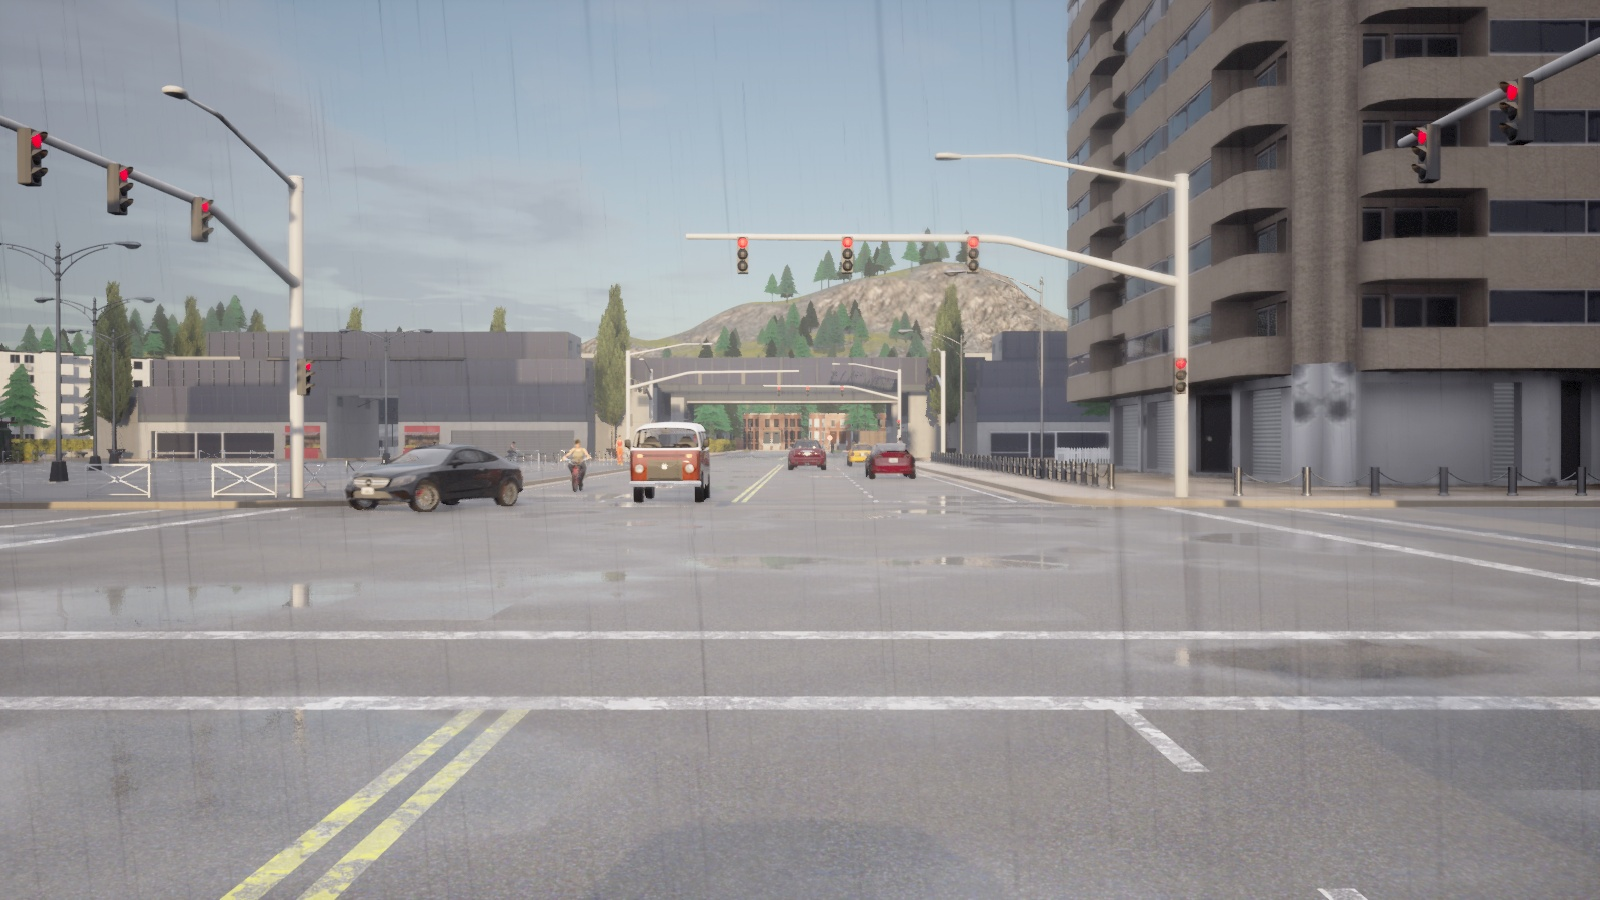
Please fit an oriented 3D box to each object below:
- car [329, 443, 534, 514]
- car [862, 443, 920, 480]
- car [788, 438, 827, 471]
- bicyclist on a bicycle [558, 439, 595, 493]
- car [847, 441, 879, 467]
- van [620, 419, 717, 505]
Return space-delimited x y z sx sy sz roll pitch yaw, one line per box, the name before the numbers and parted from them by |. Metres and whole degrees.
car | -8.107 0.584 28.153 1.812 1.442 4.674 1 0 24
car | 3.814 0.447 53.609 2.163 1.488 4.792 0 0 0
car | 0.404 0.211 69.817 2.097 1.767 4.553 0 0 0
bicyclist on a bicycle | -6.777 0.463 38.122 0.866 1.612 1.509 0 0 0
car | 3.962 0.236 80.183 1.801 1.575 5.366 0 0 0
van | -3.270 0.282 32.151 2.069 2.038 4.480 0 0 -1
